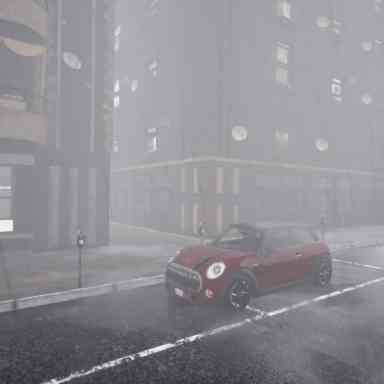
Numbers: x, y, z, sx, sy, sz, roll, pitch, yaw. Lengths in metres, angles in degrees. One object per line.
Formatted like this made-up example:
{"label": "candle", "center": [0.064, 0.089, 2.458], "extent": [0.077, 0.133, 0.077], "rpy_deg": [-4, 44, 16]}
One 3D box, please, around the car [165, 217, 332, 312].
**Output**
{"label": "car", "center": [1.373, 1.442, 7.684], "extent": [4.097, 1.590, 1.967], "rpy_deg": [0, 1, -36]}
